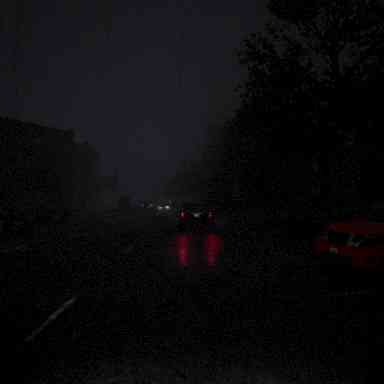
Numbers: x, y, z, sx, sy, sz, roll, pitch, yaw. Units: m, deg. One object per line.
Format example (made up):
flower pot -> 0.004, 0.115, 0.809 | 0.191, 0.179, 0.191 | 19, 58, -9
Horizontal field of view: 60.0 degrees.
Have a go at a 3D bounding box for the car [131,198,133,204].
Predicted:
car -> -11.954, 2.131, 79.962 | 2.097, 1.535, 5.008 | -1, 0, -41

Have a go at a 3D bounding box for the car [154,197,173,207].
car -> -4.948, 1.784, 56.948 | 2.033, 1.411, 5.357 | 0, -1, -9

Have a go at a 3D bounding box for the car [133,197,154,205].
car -> -10.456, 1.994, 72.083 | 1.882, 1.535, 5.008 | -1, -1, -29

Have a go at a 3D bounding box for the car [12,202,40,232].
car -> -11.425, 1.492, 18.589 | 4.892, 1.521, 2.231 | -1, 0, -20

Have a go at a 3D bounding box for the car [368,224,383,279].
car -> 6.423, 1.518, 6.886 | 4.792, 1.488, 2.163 | 1, 0, -20

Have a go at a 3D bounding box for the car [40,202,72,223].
car -> -11.415, 1.494, 24.452 | 4.892, 1.521, 2.231 | -1, 0, -20

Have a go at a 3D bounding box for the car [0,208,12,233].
car -> -11.420, 1.530, 15.655 | 4.674, 1.452, 2.002 | -1, 0, -20

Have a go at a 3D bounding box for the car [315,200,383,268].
car -> 6.375, 1.237, 9.803 | 5.566, 2.045, 2.435 | 1, 0, -20

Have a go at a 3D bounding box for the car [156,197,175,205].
car -> -5.682, 1.920, 70.637 | 2.097, 1.535, 5.008 | -1, -1, -27

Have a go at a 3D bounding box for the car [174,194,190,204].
car -> -1.020, 1.417, 54.179 | 2.435, 2.045, 5.566 | 0, -1, -7

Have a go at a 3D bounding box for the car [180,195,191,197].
car -> -0.658, 1.597, 48.192 | 2.097, 1.535, 5.008 | 0, -1, -1

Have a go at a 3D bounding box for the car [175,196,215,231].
car -> 0.378, 1.358, 20.882 | 2.097, 1.767, 4.553 | 0, 0, 4
